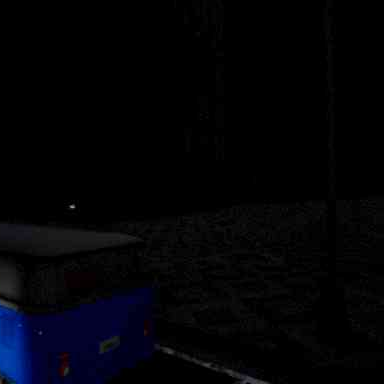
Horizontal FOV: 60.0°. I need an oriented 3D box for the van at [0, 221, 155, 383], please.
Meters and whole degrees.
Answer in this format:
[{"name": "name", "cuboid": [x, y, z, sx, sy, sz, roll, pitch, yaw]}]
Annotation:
[{"name": "van", "cuboid": [-2.362, 1.355, 4.535, 3.998, 1.788, 1.690, 0, -1, 35]}]
